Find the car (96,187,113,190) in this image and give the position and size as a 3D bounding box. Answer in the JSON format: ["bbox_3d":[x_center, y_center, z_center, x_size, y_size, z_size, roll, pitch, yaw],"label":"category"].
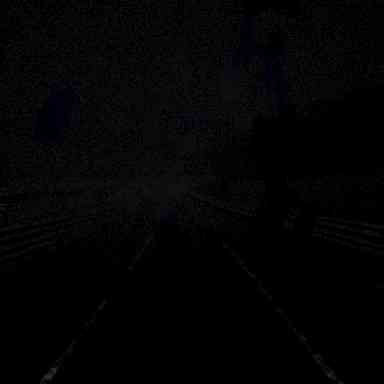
[{"bbox_3d":[-18.897,-0.232,75.257,2.150,2.045,5.566,0,3,11],"label":"car"}]

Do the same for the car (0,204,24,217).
[{"bbox_3d":[-22.015,2.111,39.392,1.882,1.535,5.008,0,3,11],"label":"car"}]

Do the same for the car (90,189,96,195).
[{"bbox_3d":[-21.976,-0.068,77.852,2.128,1.511,4.902,0,3,11],"label":"car"}]

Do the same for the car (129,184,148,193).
[{"bbox_3d":[-13.633,-0.471,84.423,2.033,1.411,5.357,0,3,11],"label":"car"}]

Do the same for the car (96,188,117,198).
[{"bbox_3d":[-16.926,0.540,66.735,1.994,1.385,4.181,0,3,11],"label":"car"}]
